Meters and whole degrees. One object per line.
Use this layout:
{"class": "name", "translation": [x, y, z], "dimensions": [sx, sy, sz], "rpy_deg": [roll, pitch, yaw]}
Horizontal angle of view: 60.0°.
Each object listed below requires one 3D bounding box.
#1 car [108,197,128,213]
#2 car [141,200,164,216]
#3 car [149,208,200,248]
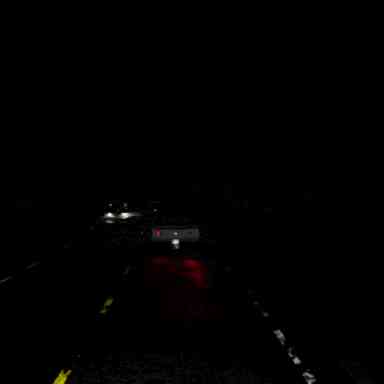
{"class": "car", "translation": [-8.501, 1.412, 37.890], "dimensions": [2.097, 1.767, 4.553], "rpy_deg": [0, 0, -16]}
{"class": "car", "translation": [-3.951, 1.526, 32.987], "dimensions": [1.882, 1.535, 5.008], "rpy_deg": [0, 0, -13]}
{"class": "car", "translation": [-0.860, 1.622, 14.966], "dimensions": [1.895, 1.301, 4.718], "rpy_deg": [0, 0, -6]}
